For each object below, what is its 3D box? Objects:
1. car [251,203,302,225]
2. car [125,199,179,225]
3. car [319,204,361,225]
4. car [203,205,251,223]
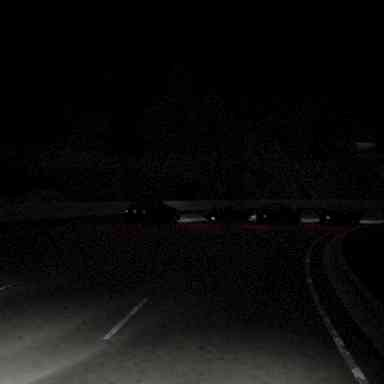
[{"bbox_3d":[6.798,1.596,25.714,1.882,1.535,5.008,0,0,40],"label":"car"},{"bbox_3d":[-2.841,1.392,24.733,2.097,1.767,4.553,0,0,31],"label":"car"},{"bbox_3d":[11.377,1.680,25.546,1.812,1.442,4.674,0,-1,44],"label":"car"},{"bbox_3d":[2.948,1.691,26.622,1.895,1.301,4.718,0,0,38],"label":"car"}]
